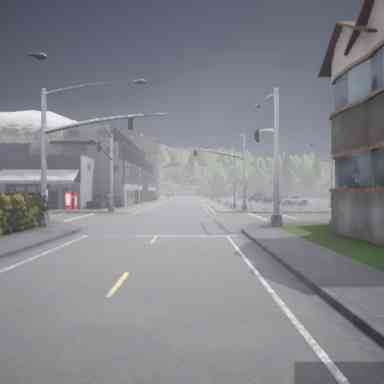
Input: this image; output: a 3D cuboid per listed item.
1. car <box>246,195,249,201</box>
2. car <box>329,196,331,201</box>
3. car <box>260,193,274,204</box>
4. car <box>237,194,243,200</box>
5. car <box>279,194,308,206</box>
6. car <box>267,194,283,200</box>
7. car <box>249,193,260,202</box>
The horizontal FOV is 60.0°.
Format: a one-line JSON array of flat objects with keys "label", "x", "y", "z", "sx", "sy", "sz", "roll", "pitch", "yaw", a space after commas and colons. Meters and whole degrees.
[{"label": "car", "x": 13.751, "y": 1.080, "z": 69.773, "sx": 4.605, "sy": 1.855, "sz": 1.932, "roll": 0, "pitch": 0, "yaw": 0}, {"label": "car", "x": 32.300, "y": 1.305, "z": 73.385, "sx": 3.633, "sy": 1.501, "sz": 1.845, "roll": 0, "pitch": 0, "yaw": 0}, {"label": "car", "x": 14.165, "y": 1.134, "z": 54.073, "sx": 5.027, "sy": 1.636, "sz": 2.152, "roll": 0, "pitch": 0, "yaw": 0}, {"label": "car", "x": 13.886, "y": 1.359, "z": 88.356, "sx": 3.633, "sy": 1.501, "sz": 1.845, "roll": 0, "pitch": 0, "yaw": 0}, {"label": "car", "x": 14.489, "y": 1.211, "z": 47.655, "sx": 3.806, "sy": 1.475, "sz": 1.970, "roll": 0, "pitch": 0, "yaw": 0}, {"label": "car", "x": 21.307, "y": 1.370, "z": 85.377, "sx": 3.806, "sy": 1.475, "sz": 1.970, "roll": 0, "pitch": 0, "yaw": 0}, {"label": "car", "x": 14.164, "y": 1.059, "z": 66.867, "sx": 3.866, "sy": 1.878, "sz": 1.905, "roll": 0, "pitch": 0, "yaw": 0}]
